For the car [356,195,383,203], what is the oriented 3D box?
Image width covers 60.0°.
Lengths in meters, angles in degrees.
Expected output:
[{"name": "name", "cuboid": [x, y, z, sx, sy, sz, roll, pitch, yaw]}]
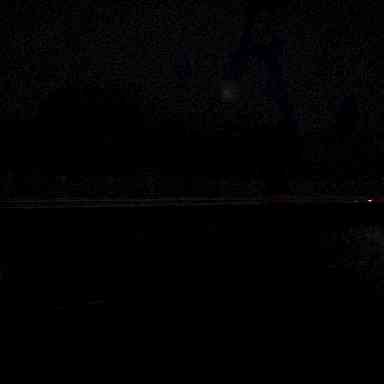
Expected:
[{"name": "car", "cuboid": [22.548, 1.132, 41.436, 4.553, 1.767, 2.097, 0, 1, -28]}]

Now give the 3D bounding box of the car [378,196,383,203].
[{"name": "car", "cuboid": [24.128, 1.417, 38.319, 4.718, 1.301, 1.895, 0, 1, -27]}]
